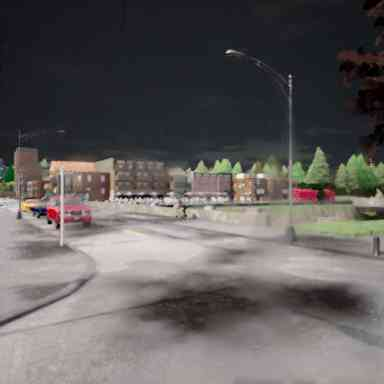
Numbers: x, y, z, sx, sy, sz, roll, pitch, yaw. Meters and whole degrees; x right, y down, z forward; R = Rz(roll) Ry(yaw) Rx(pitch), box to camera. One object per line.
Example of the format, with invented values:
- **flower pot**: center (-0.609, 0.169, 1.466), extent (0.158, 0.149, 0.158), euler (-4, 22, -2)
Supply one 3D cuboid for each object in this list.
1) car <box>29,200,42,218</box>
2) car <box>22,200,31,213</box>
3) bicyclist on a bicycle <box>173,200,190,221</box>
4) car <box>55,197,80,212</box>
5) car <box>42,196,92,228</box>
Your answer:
- **car**: center (-14.027, 1.764, 31.814), extent (1.895, 1.301, 4.718), euler (0, 0, -32)
- **car**: center (-19.476, 1.687, 40.513), extent (1.882, 1.535, 5.008), euler (0, 0, -32)
- **bicyclist on a bicycle**: center (-0.819, 1.468, 26.616), extent (1.656, 1.620, 0.582), euler (0, 0, -32)
- **car**: center (-16.217, 1.568, 43.149), extent (2.097, 1.767, 4.553), euler (0, 0, -32)
- **car**: center (-8.772, 1.340, 23.482), extent (2.150, 2.045, 5.566), euler (0, 0, -32)
